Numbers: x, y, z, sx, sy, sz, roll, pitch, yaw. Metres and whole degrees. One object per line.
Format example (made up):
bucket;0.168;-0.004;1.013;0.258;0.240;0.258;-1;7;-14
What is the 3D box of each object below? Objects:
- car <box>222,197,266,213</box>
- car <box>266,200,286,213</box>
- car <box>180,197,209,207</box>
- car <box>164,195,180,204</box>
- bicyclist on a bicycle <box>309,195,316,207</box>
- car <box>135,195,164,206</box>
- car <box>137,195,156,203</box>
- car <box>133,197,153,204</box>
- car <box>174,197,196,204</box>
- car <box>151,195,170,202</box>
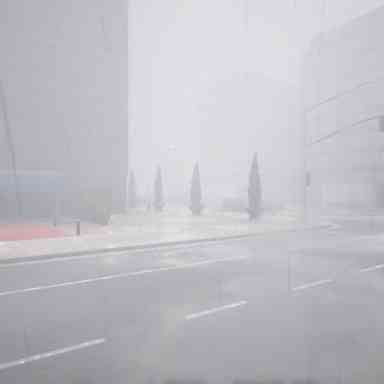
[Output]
car;5.347;1.351;36.320;2.097;1.767;4.553;0;0;-35
car;8.535;1.562;37.866;1.994;1.385;4.181;0;0;-35
car;0.553;1.524;49.359;1.812;1.442;4.674;0;0;-35
car;-4.210;1.490;62.608;2.128;1.511;4.902;0;0;-34
bicyclist on a bicycle;16.964;1.298;46.732;1.656;1.620;0.582;0;0;-35
car;-7.174;1.490;54.382;2.128;1.511;4.902;0;0;-34
car;-9.676;1.383;70.378;1.882;1.535;5.008;0;0;-35
car;-9.440;1.651;63.905;1.895;1.301;4.718;0;0;-35
car;-1.424;1.599;64.736;1.895;1.301;4.718;0;0;-34
car;-6.801;1.382;72.375;1.882;1.535;5.008;0;0;-35
